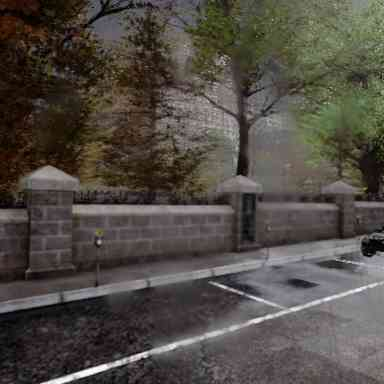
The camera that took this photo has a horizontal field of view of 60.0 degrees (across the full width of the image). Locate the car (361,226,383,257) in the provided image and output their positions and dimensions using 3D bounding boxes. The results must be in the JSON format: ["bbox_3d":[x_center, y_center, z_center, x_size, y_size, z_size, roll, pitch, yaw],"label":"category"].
[{"bbox_3d":[8.019,1.708,12.252,4.313,1.339,1.947,1,1,-35],"label":"car"}]
